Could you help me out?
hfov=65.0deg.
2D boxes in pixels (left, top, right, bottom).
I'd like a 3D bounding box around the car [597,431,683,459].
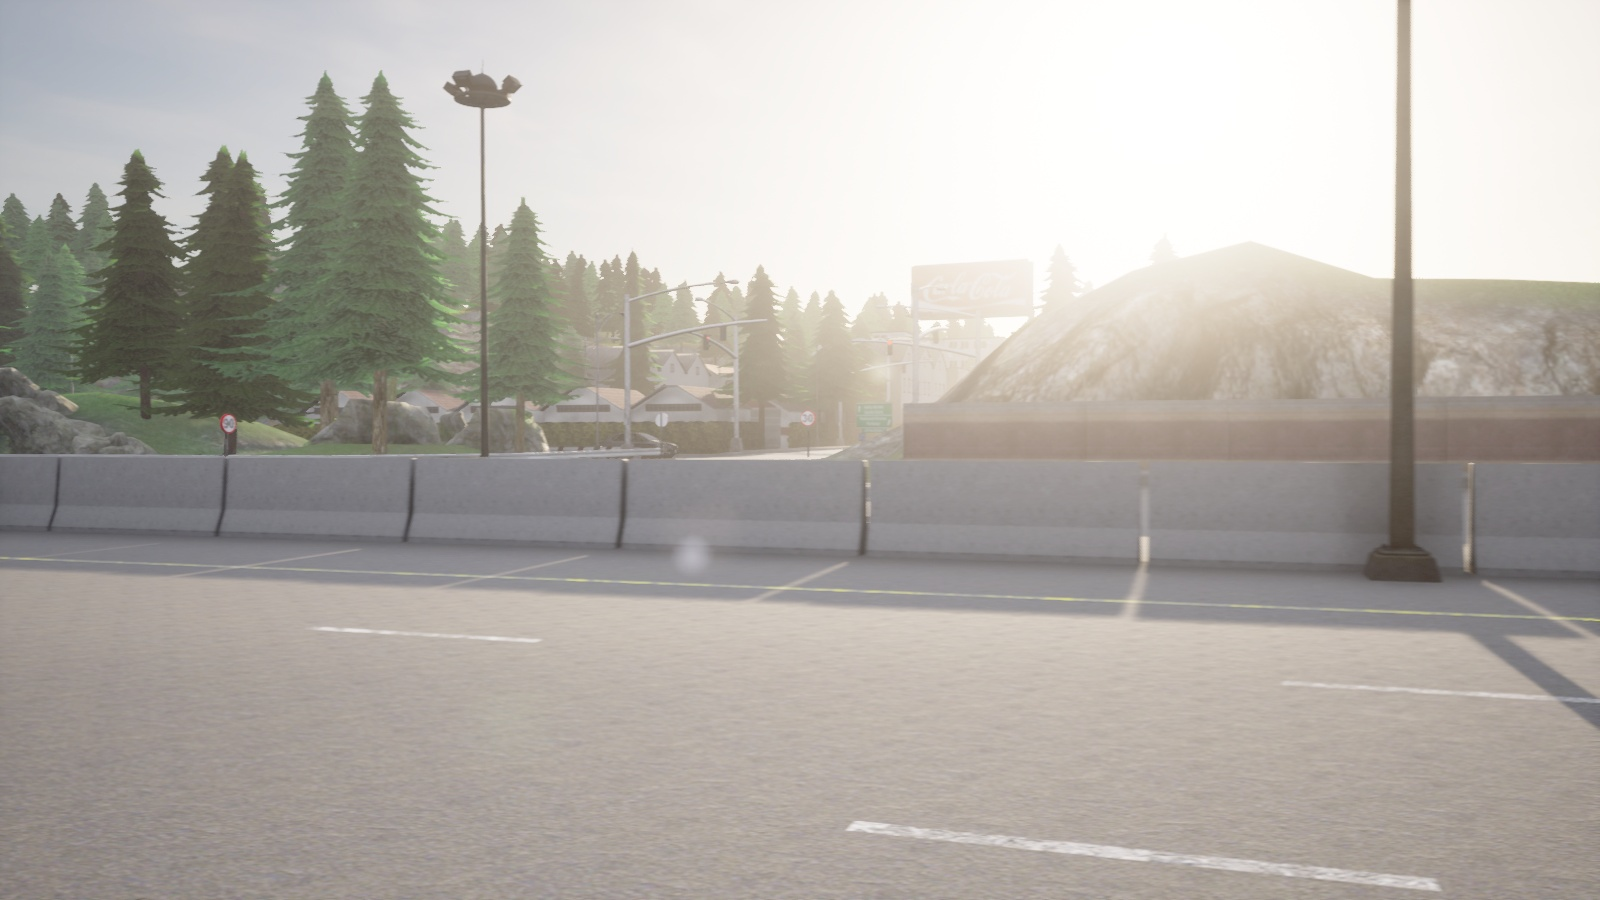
[{"bbox_3d":[-8.575,-0.276,67.433,4.193,1.474,1.816,1,1,19],"label":"car"}]
